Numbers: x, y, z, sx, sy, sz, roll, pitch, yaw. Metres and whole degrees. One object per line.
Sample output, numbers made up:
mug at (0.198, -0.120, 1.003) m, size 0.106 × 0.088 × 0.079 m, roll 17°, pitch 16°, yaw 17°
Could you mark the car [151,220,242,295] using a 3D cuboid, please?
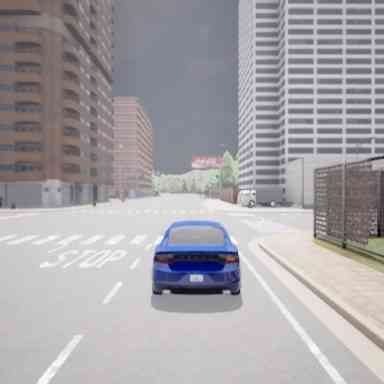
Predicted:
car at (0.111, 1.461, 8.712) m, size 1.882 × 1.535 × 5.008 m, roll 0°, pitch 0°, yaw 1°
